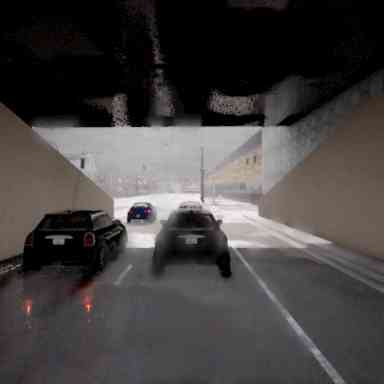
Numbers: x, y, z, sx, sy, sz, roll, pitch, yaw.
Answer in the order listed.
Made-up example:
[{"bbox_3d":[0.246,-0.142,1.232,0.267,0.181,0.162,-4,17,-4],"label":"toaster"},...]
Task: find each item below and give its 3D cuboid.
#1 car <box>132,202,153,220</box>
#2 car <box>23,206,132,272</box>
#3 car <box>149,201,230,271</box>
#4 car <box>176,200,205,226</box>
[{"bbox_3d":[-3.622,1.453,24.529,1.812,1.442,4.674,0,0,-1],"label":"car"},{"bbox_3d":[-3.516,1.323,10.888,2.097,1.767,4.553,0,0,0],"label":"car"},{"bbox_3d":[-0.024,1.316,10.976,2.097,1.767,4.553,0,0,0],"label":"car"},{"bbox_3d":[-0.117,1.400,24.013,1.882,1.535,5.008,0,0,-1],"label":"car"}]
